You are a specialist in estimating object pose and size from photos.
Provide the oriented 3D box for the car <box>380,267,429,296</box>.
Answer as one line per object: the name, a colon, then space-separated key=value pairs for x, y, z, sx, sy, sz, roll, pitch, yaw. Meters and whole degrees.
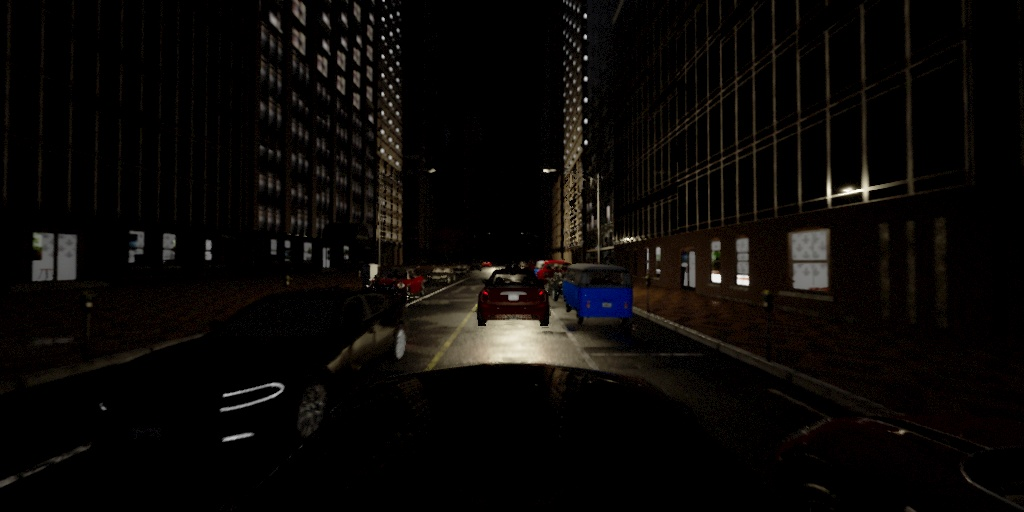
car: x=-5.677 y=1.313 z=17.657 sx=1.967 sy=1.591 sz=4.097 roll=0 pitch=0 yaw=0

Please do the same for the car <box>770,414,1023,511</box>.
car: x=2.689 y=1.182 z=0.754 sx=1.967 sy=1.591 sz=4.097 roll=0 pitch=0 yaw=0

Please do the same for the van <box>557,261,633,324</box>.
van: x=2.699 y=1.170 z=12.036 sx=1.690 sy=1.789 sz=3.998 roll=0 pitch=0 yaw=0

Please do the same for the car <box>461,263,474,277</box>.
car: x=-5.659 y=1.592 z=40.227 sx=2.007 sy=1.370 sz=4.403 roll=0 pitch=0 yaw=0

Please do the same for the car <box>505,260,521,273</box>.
car: x=0.139 y=1.465 z=50.056 sx=2.097 sy=1.767 sz=4.553 roll=0 pitch=-1 yaw=0

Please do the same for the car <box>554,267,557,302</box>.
car: x=2.703 y=1.423 z=17.678 sx=2.007 sy=1.370 sz=4.403 roll=0 pitch=0 yaw=0

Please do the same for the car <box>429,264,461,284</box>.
car: x=-5.668 y=1.508 z=28.942 sx=2.007 sy=1.370 sz=4.403 roll=0 pitch=0 yaw=0

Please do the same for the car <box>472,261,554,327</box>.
car: x=0.030 y=1.182 z=12.038 sx=2.097 sy=1.767 sz=4.553 roll=0 pitch=0 yaw=0

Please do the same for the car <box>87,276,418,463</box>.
car: x=-3.099 y=1.258 z=5.540 sx=1.882 sy=1.535 sz=5.008 roll=0 pitch=0 yaw=0

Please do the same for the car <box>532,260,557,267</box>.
car: x=2.708 y=1.230 z=23.320 sx=2.192 sy=1.841 sz=5.009 roll=0 pitch=0 yaw=0
